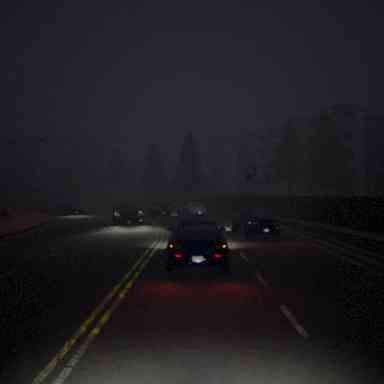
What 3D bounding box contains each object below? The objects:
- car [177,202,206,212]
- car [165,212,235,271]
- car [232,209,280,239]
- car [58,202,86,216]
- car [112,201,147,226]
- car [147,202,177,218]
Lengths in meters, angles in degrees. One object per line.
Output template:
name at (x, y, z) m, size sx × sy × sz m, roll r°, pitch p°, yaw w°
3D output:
car at (-0.106, 1.736, 33.551) m, size 1.812 × 1.442 × 4.674 m, roll 0°, pitch 0°, yaw -21°
car at (0.159, 1.595, 10.993) m, size 1.812 × 1.442 × 4.674 m, roll 0°, pitch 0°, yaw 0°
car at (3.389, 1.643, 18.164) m, size 1.812 × 1.442 × 4.674 m, roll 0°, pitch 0°, yaw -4°
car at (-13.087, 1.761, 36.001) m, size 2.033 × 1.411 × 5.357 m, roll 0°, pitch 0°, yaw -33°
car at (-4.845, 1.504, 24.860) m, size 2.097 × 1.767 × 4.553 m, roll 0°, pitch 0°, yaw -15°
car at (-3.455, 1.693, 32.560) m, size 2.128 × 1.511 × 4.902 m, roll 0°, pitch 0°, yaw -21°
